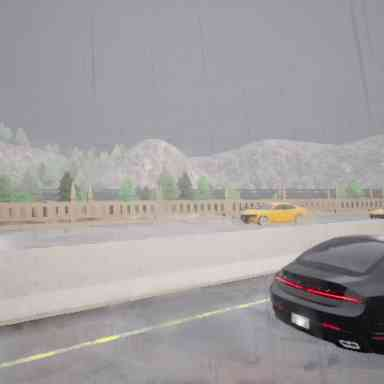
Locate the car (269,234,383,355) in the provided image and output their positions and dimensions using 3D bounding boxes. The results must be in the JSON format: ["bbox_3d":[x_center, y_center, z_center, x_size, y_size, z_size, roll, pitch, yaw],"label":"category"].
[{"bbox_3d":[3.532,1.504,5.761,4.892,1.490,1.837,0,0,-31],"label":"car"}]

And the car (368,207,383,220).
[{"bbox_3d":[14.479,1.477,22.897,5.008,1.535,1.882,0,0,-20],"label":"car"}]

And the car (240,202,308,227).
[{"bbox_3d":[5.674,1.478,22.930,5.008,1.535,1.882,0,0,-25],"label":"car"}]
